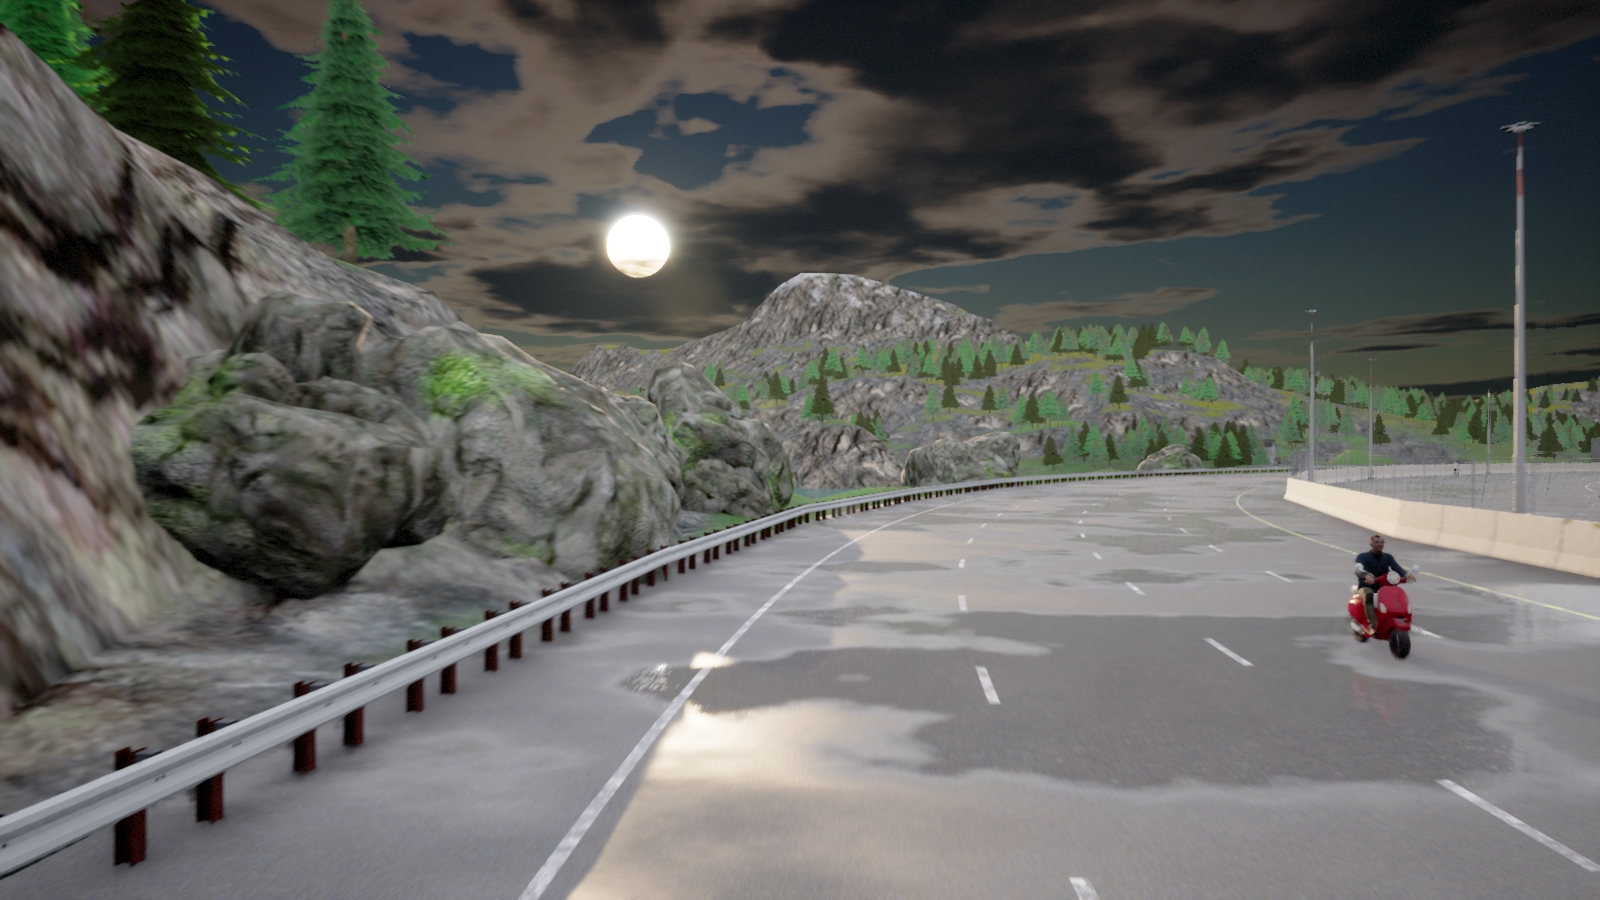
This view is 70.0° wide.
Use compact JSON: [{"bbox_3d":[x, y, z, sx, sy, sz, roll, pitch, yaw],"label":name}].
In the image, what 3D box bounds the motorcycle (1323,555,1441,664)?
[{"bbox_3d":[8.114,2.192,16.013,0.856,1.236,1.805,1,0,6],"label":"motorcycle"}]
